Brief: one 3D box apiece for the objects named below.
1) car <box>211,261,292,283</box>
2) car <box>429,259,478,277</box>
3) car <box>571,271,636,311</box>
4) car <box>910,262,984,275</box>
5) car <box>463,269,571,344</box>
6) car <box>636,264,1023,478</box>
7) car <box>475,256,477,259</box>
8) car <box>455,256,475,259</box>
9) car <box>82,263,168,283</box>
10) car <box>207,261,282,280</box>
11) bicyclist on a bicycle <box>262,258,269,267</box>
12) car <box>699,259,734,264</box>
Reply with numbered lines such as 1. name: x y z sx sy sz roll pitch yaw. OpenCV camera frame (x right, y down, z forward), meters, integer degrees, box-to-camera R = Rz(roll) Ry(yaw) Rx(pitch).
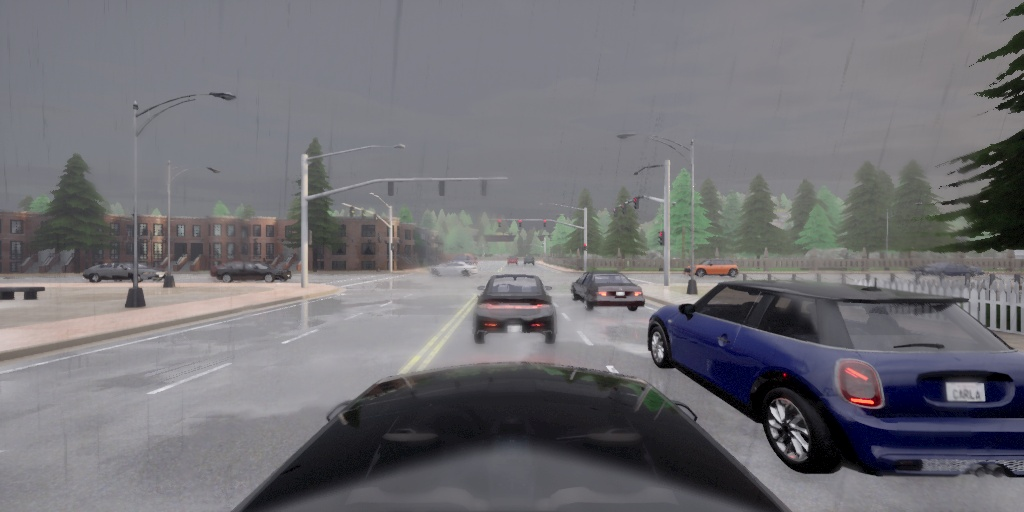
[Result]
1. car: -19.499 1.228 27.245 5.008 1.535 1.882 0 0 -1
2. car: -5.625 1.275 34.405 4.674 1.442 1.812 0 0 1
3. car: 3.611 1.297 14.391 2.033 1.411 5.357 0 0 1
4. car: 41.011 1.297 33.883 5.357 1.411 2.033 0 0 0
5. car: 0.080 1.242 9.566 2.128 1.511 4.902 0 0 1
6. car: 3.609 1.102 4.973 2.097 1.767 4.553 0 0 0
7. car: -6.938 0.971 60.513 2.150 2.045 5.566 0 0 0
8. car: -6.966 0.971 50.288 2.150 2.045 5.566 0 0 1
9. car: -28.996 1.241 26.975 4.902 1.511 2.128 0 0 -4
10. car: -22.808 1.228 30.683 5.008 1.535 1.882 0 0 -1
11. bicyclist on a bicycle: -28.730 1.053 41.699 0.582 1.620 1.656 0 0 -1
12. car: 18.779 1.102 33.971 4.553 1.767 2.097 0 0 0
